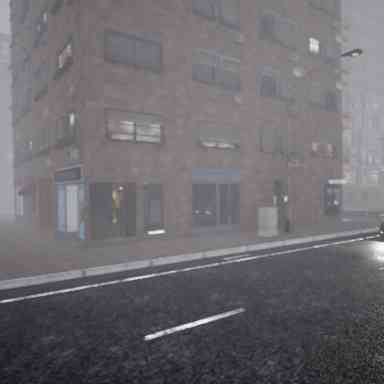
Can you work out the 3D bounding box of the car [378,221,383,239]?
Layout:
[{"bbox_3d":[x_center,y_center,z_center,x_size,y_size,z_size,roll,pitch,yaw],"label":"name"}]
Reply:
[{"bbox_3d":[10.209,1.418,14.893,4.181,1.385,1.994,0,0,-35],"label":"car"}]
